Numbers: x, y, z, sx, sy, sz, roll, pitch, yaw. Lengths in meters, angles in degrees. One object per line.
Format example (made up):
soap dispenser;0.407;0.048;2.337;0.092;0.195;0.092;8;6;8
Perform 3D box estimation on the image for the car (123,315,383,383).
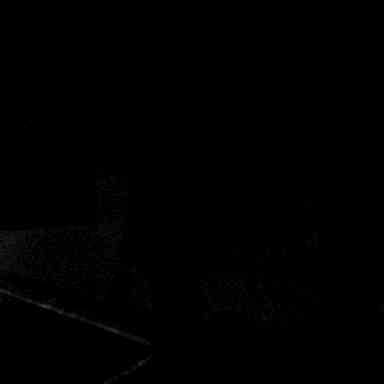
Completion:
car;1.383;1.566;2.092;4.313;1.339;1.947;0;0;35
